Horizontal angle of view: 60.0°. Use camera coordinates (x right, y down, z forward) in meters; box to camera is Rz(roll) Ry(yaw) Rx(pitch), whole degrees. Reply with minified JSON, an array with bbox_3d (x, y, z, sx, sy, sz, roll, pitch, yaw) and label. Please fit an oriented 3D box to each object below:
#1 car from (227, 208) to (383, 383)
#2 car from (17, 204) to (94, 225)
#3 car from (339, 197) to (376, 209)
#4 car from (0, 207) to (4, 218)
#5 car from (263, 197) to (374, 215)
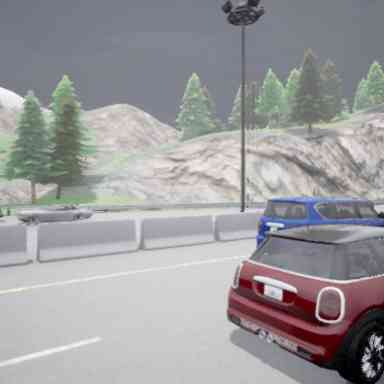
[{"bbox_3d":[2.835,1.324,5.516,4.553,1.767,2.097,0,0,-33],"label":"car"},{"bbox_3d":[-9.374,1.481,22.875,4.718,1.301,1.895,0,0,-33],"label":"car"},{"bbox_3d":[21.284,1.355,42.807,4.181,1.385,1.994,0,0,-23],"label":"car"},{"bbox_3d":[-15.902,1.427,22.671,5.357,1.411,2.033,0,0,-35],"label":"car"},{"bbox_3d":[4.637,1.168,10.822,5.566,2.045,2.150,0,0,-31],"label":"car"}]
